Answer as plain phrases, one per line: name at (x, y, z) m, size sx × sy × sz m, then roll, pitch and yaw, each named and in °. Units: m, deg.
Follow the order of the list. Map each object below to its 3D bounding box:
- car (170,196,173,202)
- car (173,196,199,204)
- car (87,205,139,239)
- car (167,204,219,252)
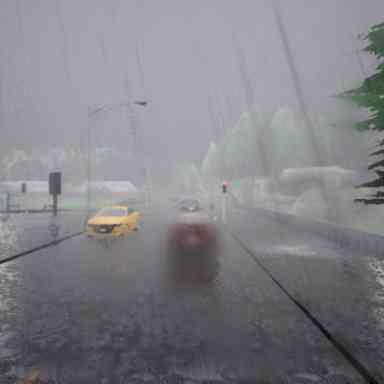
car at (-3.992, 1.597, 76.365) m, size 1.994 × 1.385 × 4.181 m, roll 0°, pitch 0°, yaw 0°
car at (-0.295, 1.368, 27.683) m, size 2.097 × 1.767 × 4.553 m, roll 0°, pitch 0°, yaw -4°
car at (-4.051, 1.488, 17.707) m, size 1.882 × 1.535 × 5.008 m, roll 0°, pitch 0°, yaw 1°
car at (0.054, 1.486, 13.883) m, size 1.882 × 1.535 × 5.008 m, roll 0°, pitch 0°, yaw 1°
